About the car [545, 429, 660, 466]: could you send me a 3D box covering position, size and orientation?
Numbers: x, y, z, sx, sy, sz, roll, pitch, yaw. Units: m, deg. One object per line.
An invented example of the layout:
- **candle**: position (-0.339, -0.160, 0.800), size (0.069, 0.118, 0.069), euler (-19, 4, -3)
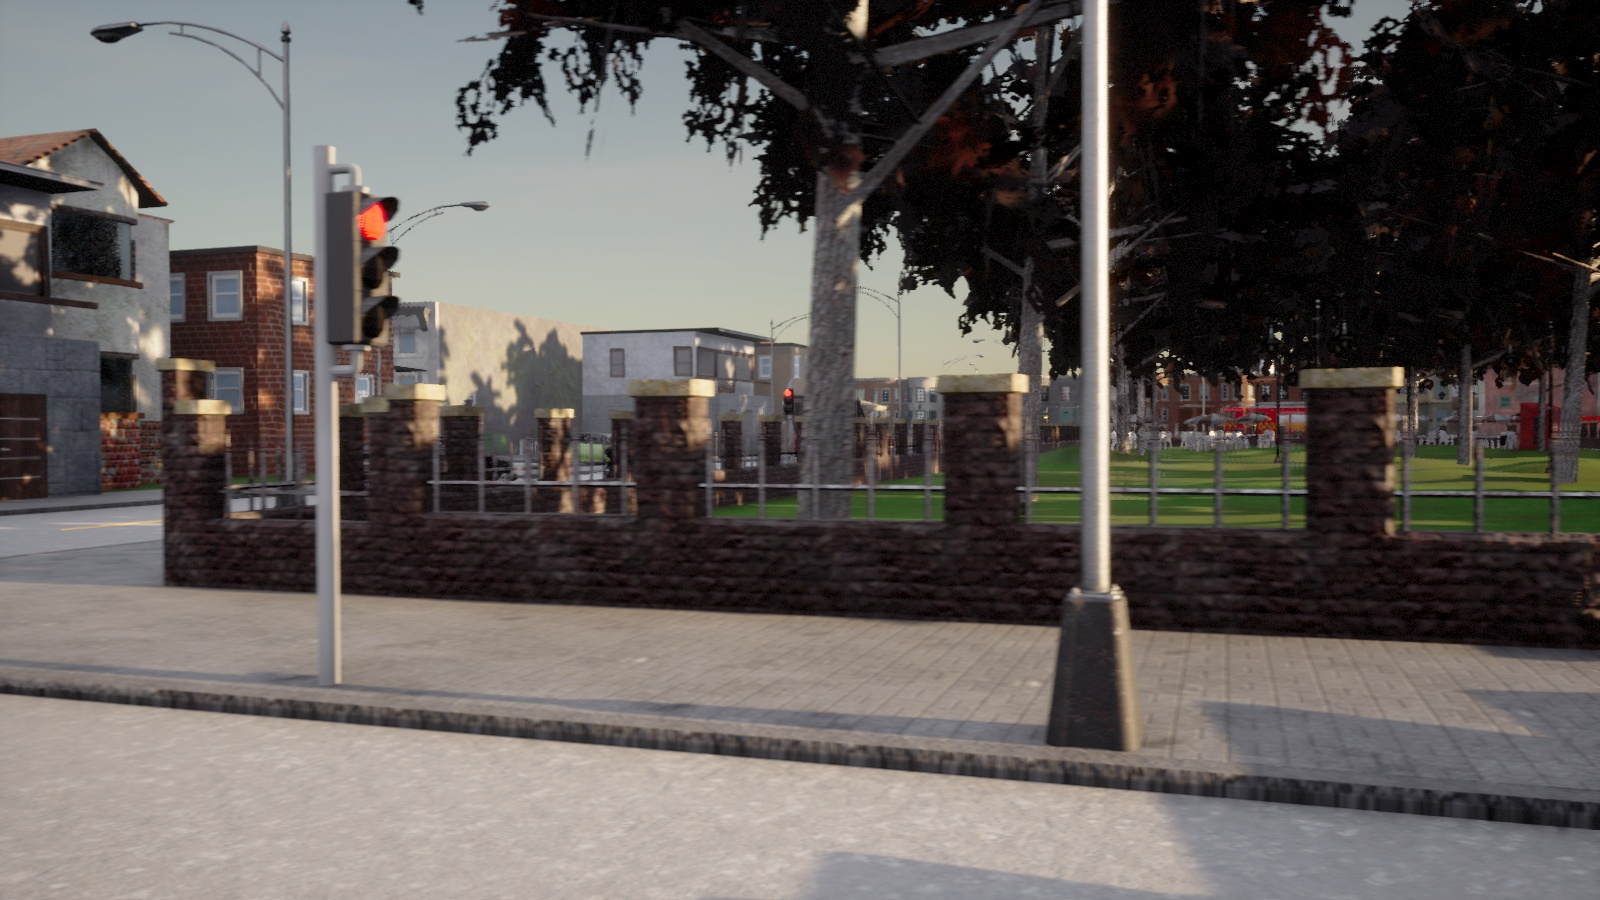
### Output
- **car**: position (-8.529, -0.129, 54.344), size (4.514, 1.525, 2.007), euler (1, 1, 20)

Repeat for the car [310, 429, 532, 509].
- **car**: position (-7.820, 0.329, 26.509), size (2.128, 1.511, 4.902), euler (0, 1, 17)

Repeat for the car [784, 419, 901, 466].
- **car**: position (2.004, -0.365, 57.330), size (2.150, 2.045, 5.566), euler (2, 2, 44)
